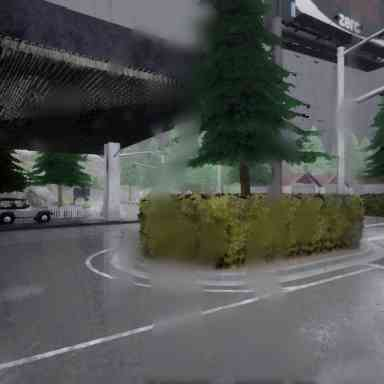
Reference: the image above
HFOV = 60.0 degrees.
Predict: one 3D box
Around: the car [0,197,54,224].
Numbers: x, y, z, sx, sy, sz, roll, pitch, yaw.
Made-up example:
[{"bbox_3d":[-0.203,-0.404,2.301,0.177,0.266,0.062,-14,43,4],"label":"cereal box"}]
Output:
[{"bbox_3d":[-11.986,1.313,23.463,3.866,1.878,1.905,0,0,-36],"label":"car"}]
